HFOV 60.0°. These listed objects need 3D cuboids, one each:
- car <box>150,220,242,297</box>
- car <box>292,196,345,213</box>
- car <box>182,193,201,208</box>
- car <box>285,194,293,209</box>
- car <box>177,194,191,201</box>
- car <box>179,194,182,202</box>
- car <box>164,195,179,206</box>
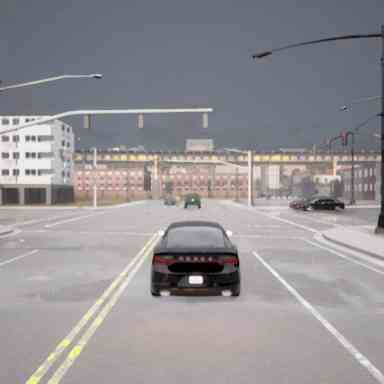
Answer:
[{"bbox_3d":[0.082,1.470,8.636,1.882,1.535,5.008,0,0,0],"label":"car"},{"bbox_3d":[13.720,1.386,35.537,4.892,1.490,1.837,-1,0,1],"label":"car"},{"bbox_3d":[0.100,1.187,46.478,2.150,2.045,5.566,0,0,0],"label":"car"},{"bbox_3d":[13.810,1.232,39.034,4.553,1.767,2.097,-1,0,1],"label":"car"},{"bbox_3d":[-1.963,1.288,81.833,2.097,1.767,4.553,0,0,19],"label":"car"},{"bbox_3d":[-3.497,1.421,69.138,1.882,1.535,5.008,0,0,0],"label":"car"},{"bbox_3d":[-3.569,1.459,54.847,1.837,1.490,4.892,0,0,0],"label":"car"}]
